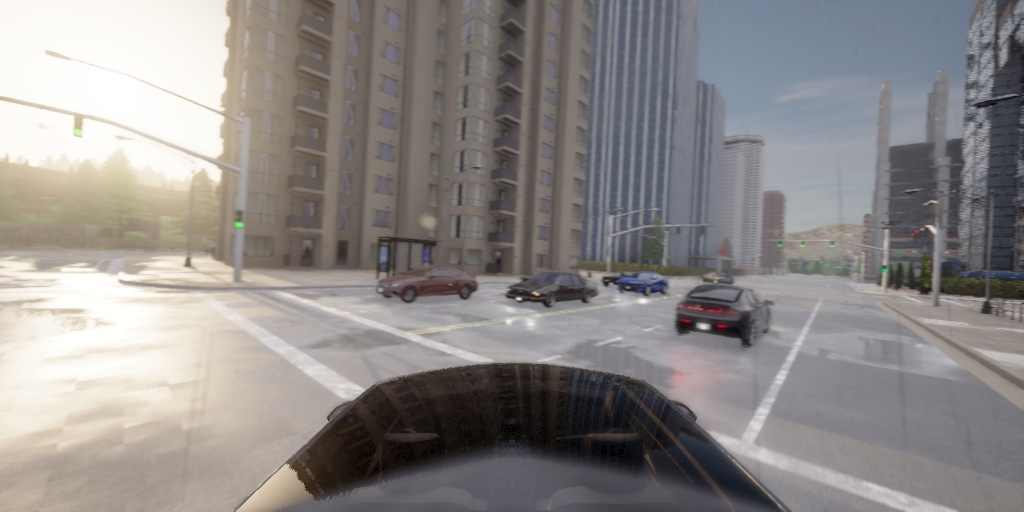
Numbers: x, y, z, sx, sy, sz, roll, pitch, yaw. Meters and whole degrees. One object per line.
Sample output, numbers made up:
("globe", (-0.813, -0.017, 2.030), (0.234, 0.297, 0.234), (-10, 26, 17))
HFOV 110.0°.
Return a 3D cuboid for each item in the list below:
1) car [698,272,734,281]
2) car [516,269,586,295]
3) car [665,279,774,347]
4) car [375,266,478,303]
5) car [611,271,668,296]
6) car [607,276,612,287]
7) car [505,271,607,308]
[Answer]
("car", (24.564, 2.718, 43.351), (2.128, 1.511, 4.902), (3, 0, -4))
("car", (2.528, 1.565, 22.379), (1.895, 1.301, 4.718), (3, 0, 42))
("car", (6.527, 1.644, 10.929), (1.837, 1.490, 4.892), (3, -1, 43))
("car", (-3.524, 1.139, 15.641), (1.812, 1.442, 4.674), (3, 0, 43))
("car", (8.934, 1.793, 24.253), (1.882, 1.535, 5.008), (3, 0, 42))
("car", (9.339, 1.958, 29.911), (1.895, 1.301, 4.718), (3, 0, 42))
("car", (2.069, 1.466, 16.636), (2.033, 1.411, 5.357), (3, 0, 42))
